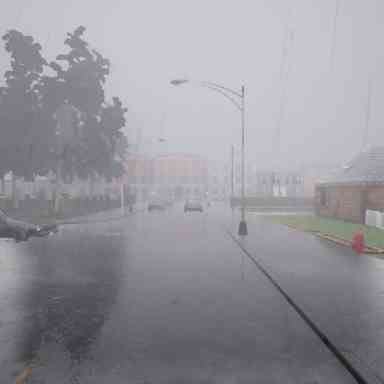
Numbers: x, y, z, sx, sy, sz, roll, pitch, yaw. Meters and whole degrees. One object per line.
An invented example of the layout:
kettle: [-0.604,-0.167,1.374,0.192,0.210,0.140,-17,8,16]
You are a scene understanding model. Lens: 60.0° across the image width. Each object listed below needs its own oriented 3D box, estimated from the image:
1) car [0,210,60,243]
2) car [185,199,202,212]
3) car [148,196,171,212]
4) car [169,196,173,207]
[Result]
car: [-9.189,1.547,15.765,5.357,1.411,2.033,0,0,5]
car: [0.164,1.564,39.466,1.994,1.385,4.181,0,0,0]
car: [-4.035,1.547,39.743,2.033,1.411,5.357,0,0,0]
car: [-3.986,1.352,49.891,2.097,1.767,4.553,0,0,1]
